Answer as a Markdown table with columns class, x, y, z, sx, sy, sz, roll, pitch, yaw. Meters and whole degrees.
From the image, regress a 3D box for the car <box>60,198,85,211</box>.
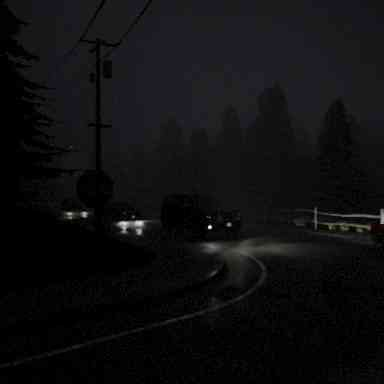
| class | x | y | z | sx | sy | sz | roll | pitch | yaw |
| --- | --- | --- | --- | --- | --- | --- | --- | --- | --- |
| car | -14.034 | 1.409 | 39.093 | 1.882 | 1.535 | 5.008 | 0 | 0 | -34 |

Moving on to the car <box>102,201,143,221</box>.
| class | x | y | z | sx | sy | sz | roll | pitch | yaw |
| --- | --- | --- | --- | --- | --- | --- | --- | --- | --- |
| car | -5.856 | 1.473 | 27.070 | 2.033 | 1.411 | 5.357 | 0 | 0 | -34 |

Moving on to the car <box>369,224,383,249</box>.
| class | x | y | z | sx | sy | sz | roll | pitch | yaw |
| --- | --- | --- | --- | --- | --- | --- | --- | --- | --- |
| car | 8.246 | 1.520 | 11.334 | 1.895 | 1.301 | 4.718 | 0 | 0 | -5 |

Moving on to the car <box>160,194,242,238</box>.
| class | x | y | z | sx | sy | sz | roll | pitch | yaw |
| --- | --- | --- | --- | --- | --- | --- | --- | --- | --- |
| car | 0.258 | 1.148 | 17.641 | 2.150 | 2.045 | 5.566 | 0 | 0 | -32 |
